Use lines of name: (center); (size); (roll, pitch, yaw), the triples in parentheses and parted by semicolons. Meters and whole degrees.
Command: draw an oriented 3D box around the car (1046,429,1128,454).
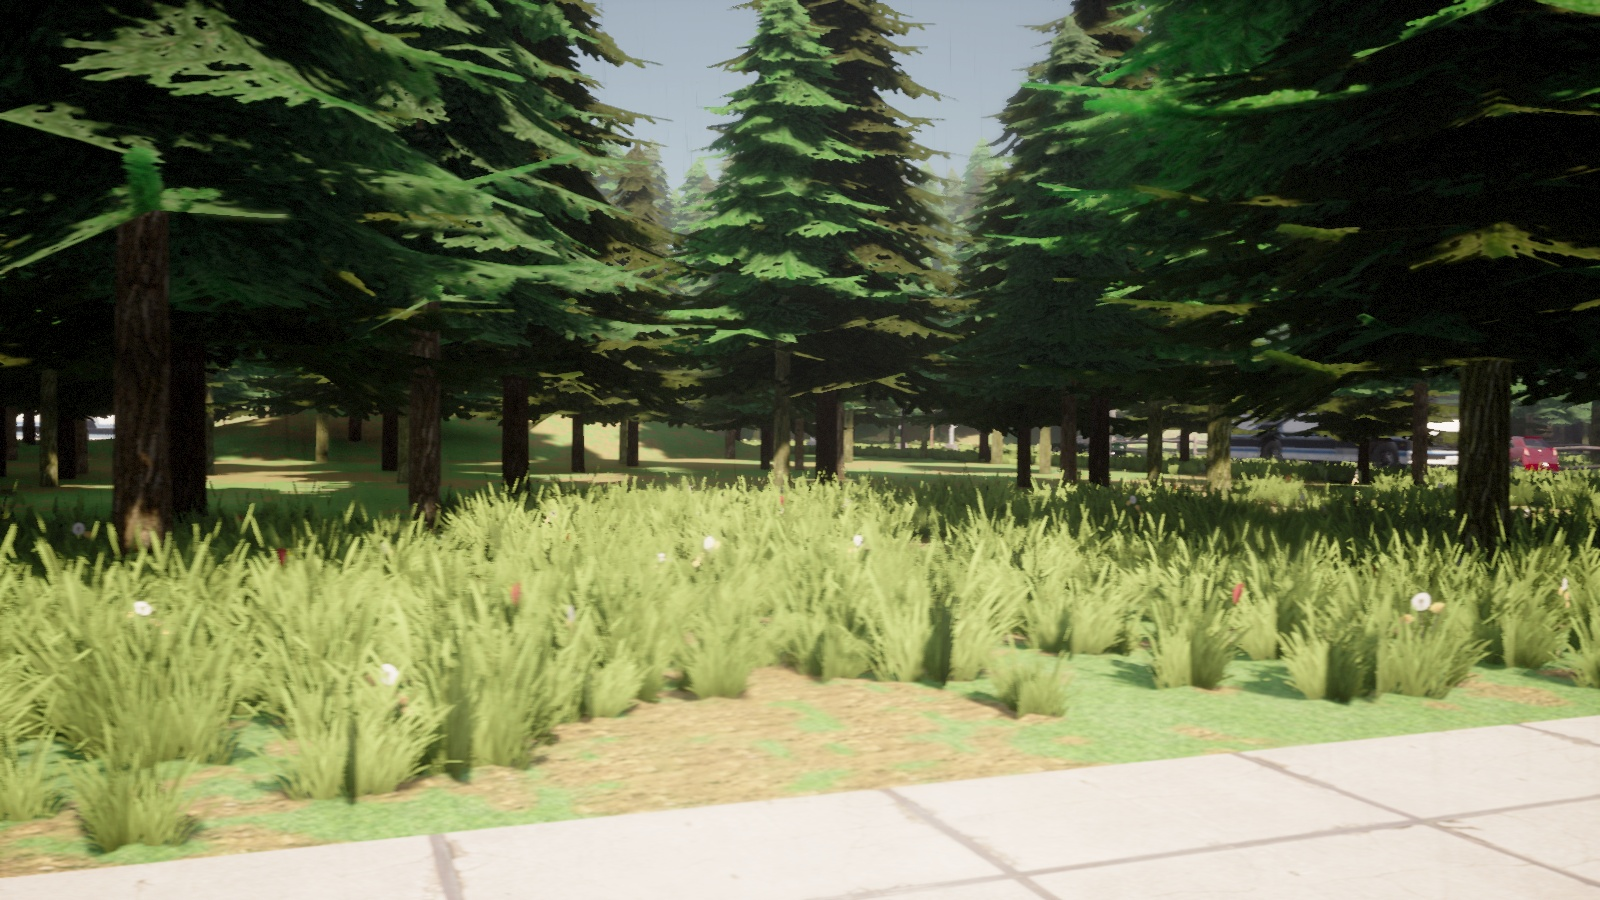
car: (15.746, -0.491, 69.197); (1.895, 1.301, 4.718); (-1, 1, -25)

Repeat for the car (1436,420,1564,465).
car: (24.824, -0.276, 44.650); (1.845, 1.501, 3.633); (-1, 1, -20)

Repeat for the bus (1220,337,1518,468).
bus: (20.488, -1.640, 46.309); (3.944, 4.253, 10.273); (-1, 1, -20)

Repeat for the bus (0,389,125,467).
bus: (-44.328, -1.191, 70.817); (3.944, 4.253, 10.273); (-1, -1, 39)
